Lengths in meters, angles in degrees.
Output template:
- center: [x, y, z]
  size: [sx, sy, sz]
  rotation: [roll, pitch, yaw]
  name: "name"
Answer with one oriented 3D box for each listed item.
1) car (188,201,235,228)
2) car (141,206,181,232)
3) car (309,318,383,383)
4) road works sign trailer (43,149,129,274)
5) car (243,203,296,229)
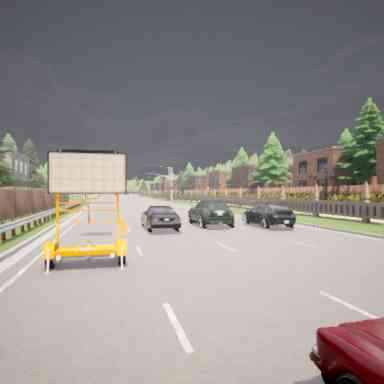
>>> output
- center: [1.158, 1.348, 22.159]
  size: [2.097, 1.767, 4.553]
  rotation: [0, 0, -14]
  name: "car"
- center: [-1.970, 1.544, 20.225]
  size: [2.033, 1.411, 5.357]
  rotation: [0, 0, -14]
  name: "car"
- center: [2.640, 1.600, 1.580]
  size: [1.895, 1.301, 4.718]
  rotation: [0, 0, -14]
  name: "car"
- center: [-3.324, 0.463, 10.705]
  size: [2.380, 3.560, 2.880]
  rotation: [0, 0, -14]
  name: "road works sign trailer"
- center: [4.897, 1.500, 21.620]
  size: [1.837, 1.490, 4.892]
  rotation: [0, 0, -14]
  name: "car"
